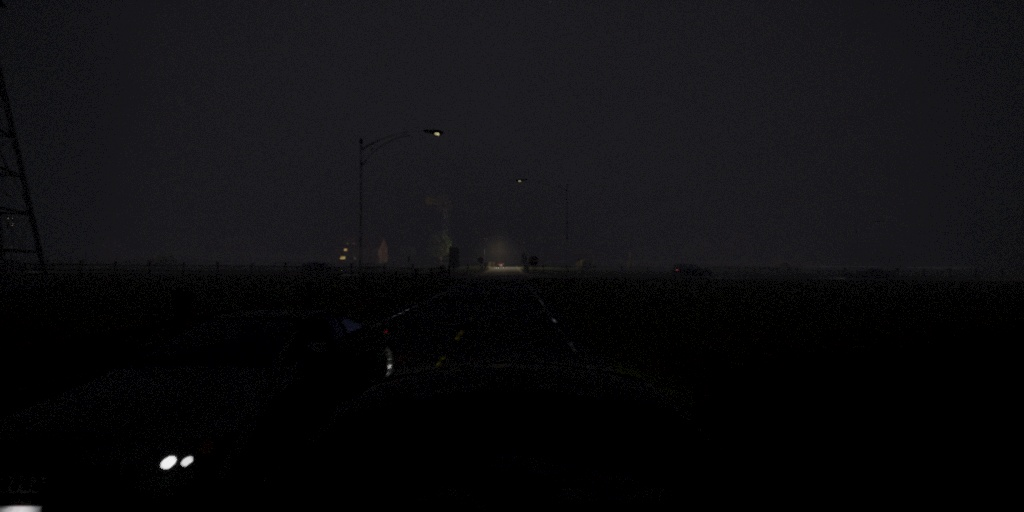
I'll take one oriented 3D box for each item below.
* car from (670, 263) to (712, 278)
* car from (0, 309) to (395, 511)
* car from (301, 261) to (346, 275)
[{"bbox_3d":[21.757,1.707,43.524,4.553,1.767,2.097,1,-1,-1],"label":"car"},{"bbox_3d":[-2.850,1.339,4.058,1.994,1.385,4.181,0,-1,0],"label":"car"},{"bbox_3d":[-22.520,1.454,42.937,4.892,1.490,1.837,3,-1,-1],"label":"car"}]
